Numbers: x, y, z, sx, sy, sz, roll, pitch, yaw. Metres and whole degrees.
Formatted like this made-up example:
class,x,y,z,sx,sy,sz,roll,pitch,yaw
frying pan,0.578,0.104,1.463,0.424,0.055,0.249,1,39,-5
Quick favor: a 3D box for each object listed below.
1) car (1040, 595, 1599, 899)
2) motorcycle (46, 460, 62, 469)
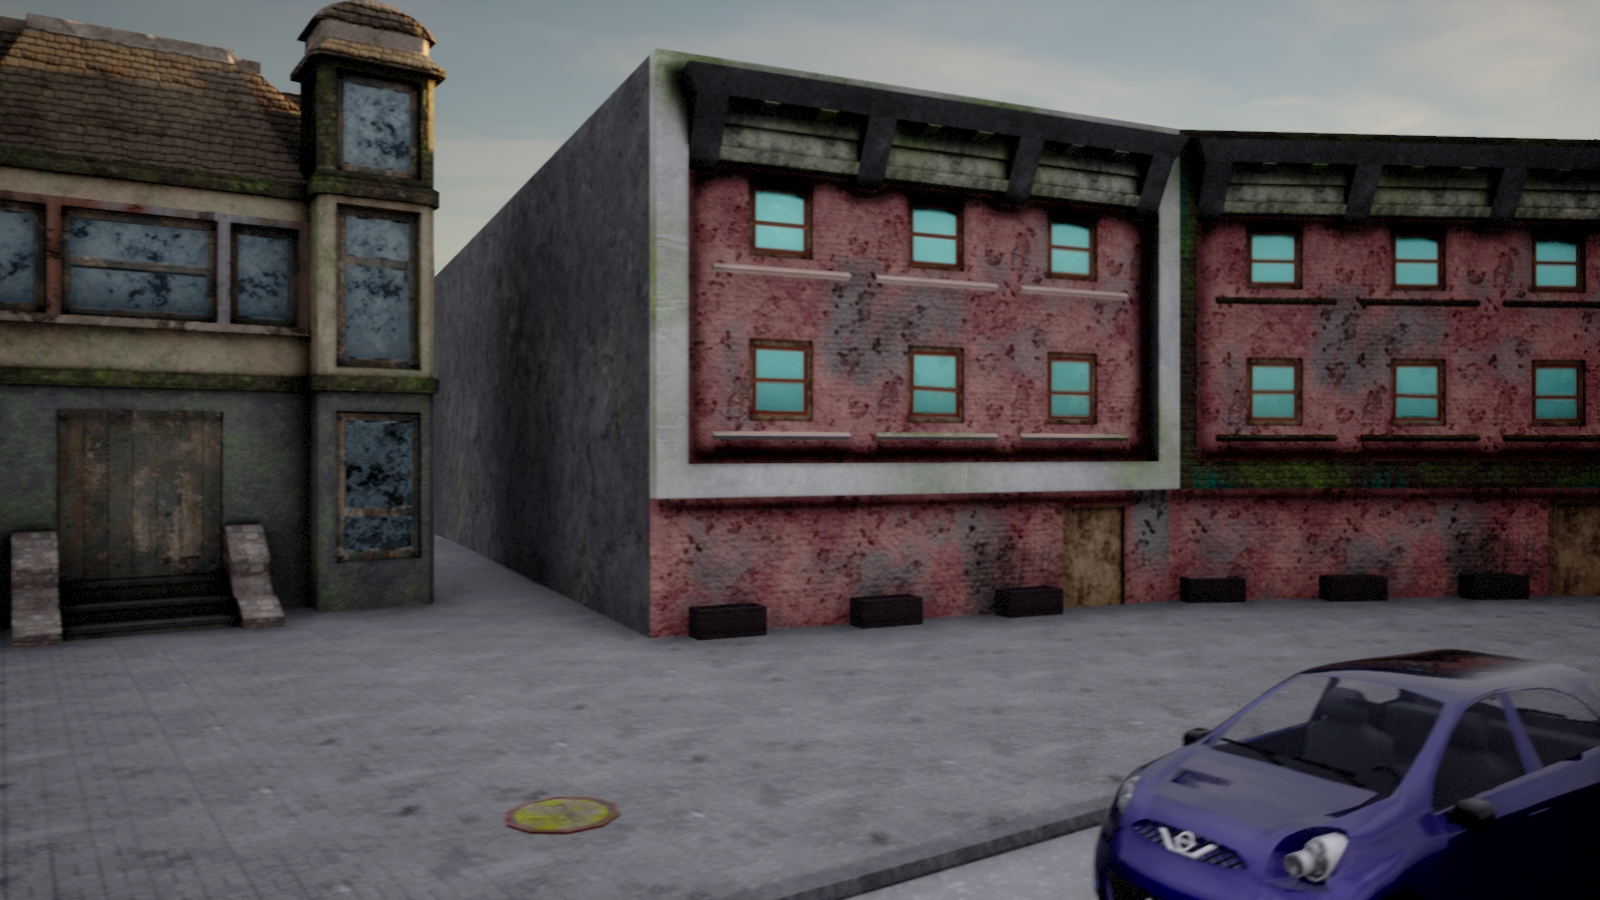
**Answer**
class,x,y,z,sx,sy,sz,roll,pitch,yaw
car,3.408,1.818,6.683,3.633,1.501,1.845,0,0,-31
motorcycle,-103.840,1.962,159.047,1.805,1.236,0.856,0,0,-35
